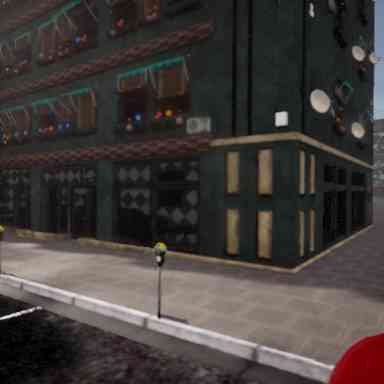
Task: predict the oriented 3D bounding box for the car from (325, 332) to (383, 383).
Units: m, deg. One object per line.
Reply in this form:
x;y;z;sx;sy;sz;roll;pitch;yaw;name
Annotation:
2.862;1.297;0.809;5.009;1.841;2.192;-1;1;36;car
